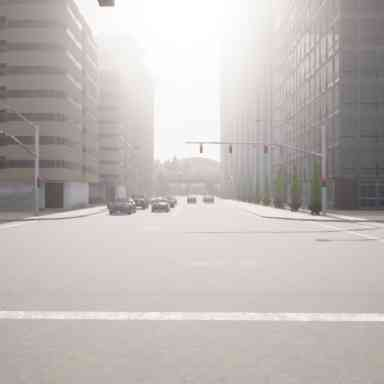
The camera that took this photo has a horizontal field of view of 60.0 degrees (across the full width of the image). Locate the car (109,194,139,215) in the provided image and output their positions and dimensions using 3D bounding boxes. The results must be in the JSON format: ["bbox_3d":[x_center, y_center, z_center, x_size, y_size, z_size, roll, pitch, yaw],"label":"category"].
[{"bbox_3d":[-7.122,1.352,34.465,2.097,1.767,4.553,0,0,0],"label":"car"}]

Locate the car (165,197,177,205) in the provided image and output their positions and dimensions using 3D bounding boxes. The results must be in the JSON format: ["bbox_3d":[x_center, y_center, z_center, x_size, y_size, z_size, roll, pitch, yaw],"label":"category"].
[{"bbox_3d":[-3.614,1.601,58.409,1.895,1.301,4.718,0,0,0],"label":"car"}]

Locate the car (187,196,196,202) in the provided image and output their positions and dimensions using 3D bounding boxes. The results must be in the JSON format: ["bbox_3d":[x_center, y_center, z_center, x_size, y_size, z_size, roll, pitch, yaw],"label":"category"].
[{"bbox_3d":[-0.048,1.522,76.014,1.994,1.385,4.181,0,0,0],"label":"car"}]

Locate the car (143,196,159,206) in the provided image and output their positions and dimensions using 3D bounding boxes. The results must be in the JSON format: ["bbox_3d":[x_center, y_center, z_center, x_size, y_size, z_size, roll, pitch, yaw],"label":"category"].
[{"bbox_3d":[-7.114,1.488,57.967,2.128,1.511,4.902,0,0,0],"label":"car"}]

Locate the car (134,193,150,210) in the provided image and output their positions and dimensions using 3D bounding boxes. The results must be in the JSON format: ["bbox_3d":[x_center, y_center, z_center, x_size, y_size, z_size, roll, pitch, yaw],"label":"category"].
[{"bbox_3d":[-7.125,1.220,44.103,2.150,2.045,5.566,0,0,0],"label":"car"}]

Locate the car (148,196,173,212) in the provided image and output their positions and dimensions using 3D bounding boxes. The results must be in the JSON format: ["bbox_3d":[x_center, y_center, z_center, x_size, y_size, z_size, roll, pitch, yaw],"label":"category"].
[{"bbox_3d":[-3.625,1.505,38.963,1.837,1.490,4.892,0,0,0],"label":"car"}]

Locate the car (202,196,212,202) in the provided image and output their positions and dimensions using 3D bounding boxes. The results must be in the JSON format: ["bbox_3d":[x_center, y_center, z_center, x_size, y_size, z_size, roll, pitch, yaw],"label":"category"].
[{"bbox_3d":[3.452,1.528,76.190,1.994,1.385,4.181,0,0,0],"label":"car"}]

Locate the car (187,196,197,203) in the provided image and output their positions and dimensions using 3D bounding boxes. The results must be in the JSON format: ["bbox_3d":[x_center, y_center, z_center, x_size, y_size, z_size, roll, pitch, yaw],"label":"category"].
[{"bbox_3d":[-0.042,1.478,66.686,1.882,1.535,5.008,0,0,0],"label":"car"}]

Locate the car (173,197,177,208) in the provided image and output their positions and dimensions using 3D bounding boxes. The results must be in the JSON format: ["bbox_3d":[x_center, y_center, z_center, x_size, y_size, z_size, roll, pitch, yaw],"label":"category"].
[{"bbox_3d":[-3.627,1.352,48.167,2.097,1.767,4.553,0,0,0],"label":"car"}]

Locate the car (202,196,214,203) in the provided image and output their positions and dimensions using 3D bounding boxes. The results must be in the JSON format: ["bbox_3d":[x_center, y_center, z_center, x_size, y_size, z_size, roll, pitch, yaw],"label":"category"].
[{"bbox_3d":[3.458,1.505,67.522,1.837,1.490,4.892,0,0,0],"label":"car"}]
